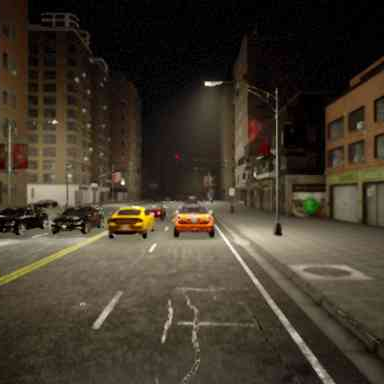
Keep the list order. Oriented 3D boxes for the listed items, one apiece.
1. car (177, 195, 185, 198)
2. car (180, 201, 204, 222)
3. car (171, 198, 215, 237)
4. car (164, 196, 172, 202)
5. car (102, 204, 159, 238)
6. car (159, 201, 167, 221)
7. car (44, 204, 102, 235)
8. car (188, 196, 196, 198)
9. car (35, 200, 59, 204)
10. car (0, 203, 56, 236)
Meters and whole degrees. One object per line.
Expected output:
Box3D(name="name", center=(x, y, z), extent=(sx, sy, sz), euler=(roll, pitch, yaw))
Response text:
Box3D(name="car", center=(-3.213, 1.878, 89.490), extent=(1.837, 1.490, 4.892), euler=(0, 0, 0))
Box3D(name="car", center=(0.013, 1.590, 28.623), extent=(1.882, 1.535, 5.008), euler=(0, 0, 0))
Box3D(name="car", center=(0.107, 1.424, 18.582), extent=(2.097, 1.767, 4.553), euler=(0, 0, 0))
Box3D(name="car", center=(-6.464, 1.897, 90.340), extent=(1.812, 1.442, 4.674), euler=(0, 0, 0))
Box3D(name="car", center=(-3.143, 1.548, 18.053), extent=(1.882, 1.535, 5.008), euler=(0, 0, 0))
Box3D(name="car", center=(-3.238, 1.713, 28.631), extent=(1.895, 1.301, 4.718), euler=(0, 0, 0))
Box3D(name="car", center=(-6.585, 1.583, 19.560), extent=(1.837, 1.490, 4.892), euler=(0, -1, 0))
Box3D(name="car", center=(0.037, 1.733, 89.460), extent=(2.097, 1.767, 4.553), euler=(0, 0, 0))
Box3D(name="car", center=(-22.128, 1.786, 49.760), extent=(4.313, 1.339, 1.947), euler=(0, -1, 0))
Box3D(name="car", center=(-9.836, 1.580, 18.938), extent=(1.837, 1.490, 4.892), euler=(0, -1, 0))
